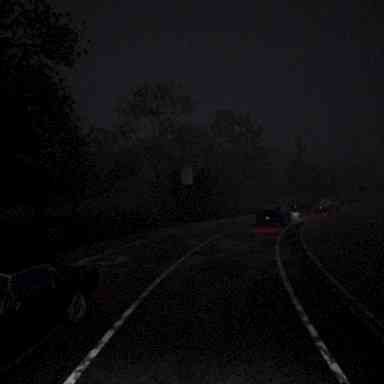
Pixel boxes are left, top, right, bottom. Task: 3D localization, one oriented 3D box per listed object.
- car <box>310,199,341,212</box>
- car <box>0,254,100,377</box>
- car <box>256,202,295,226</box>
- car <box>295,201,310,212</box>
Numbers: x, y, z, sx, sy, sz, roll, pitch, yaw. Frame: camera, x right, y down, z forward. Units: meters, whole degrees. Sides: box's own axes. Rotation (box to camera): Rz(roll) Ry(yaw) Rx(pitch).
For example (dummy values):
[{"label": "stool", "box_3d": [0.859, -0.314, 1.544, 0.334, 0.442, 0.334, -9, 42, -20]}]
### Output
[{"label": "car", "box_3d": [16.146, 1.530, 39.614, 1.812, 1.442, 4.674, -5, -3, 41]}, {"label": "car", "box_3d": [-2.947, 1.625, 4.375, 1.895, 1.301, 4.718, 0, -1, 6]}, {"label": "car", "box_3d": [6.055, 1.570, 24.513, 1.882, 1.535, 5.008, -2, -1, 24]}, {"label": "car", "box_3d": [13.330, 1.825, 41.745, 1.895, 1.301, 4.718, -5, -3, 42]}]
